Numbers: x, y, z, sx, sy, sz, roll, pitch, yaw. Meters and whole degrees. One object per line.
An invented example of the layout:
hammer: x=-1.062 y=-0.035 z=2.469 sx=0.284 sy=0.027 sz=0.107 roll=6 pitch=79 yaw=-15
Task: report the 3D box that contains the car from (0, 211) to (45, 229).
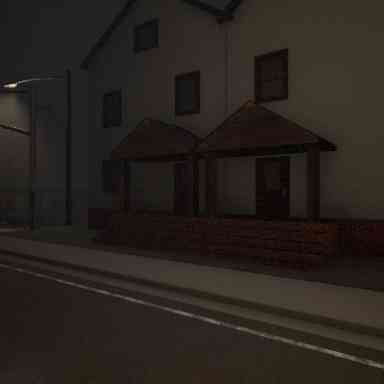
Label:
car: x=-15.586 y=2.488 z=29.646 sx=2.128 sy=1.511 sz=4.902 roll=0 pitch=-9 yaw=36
